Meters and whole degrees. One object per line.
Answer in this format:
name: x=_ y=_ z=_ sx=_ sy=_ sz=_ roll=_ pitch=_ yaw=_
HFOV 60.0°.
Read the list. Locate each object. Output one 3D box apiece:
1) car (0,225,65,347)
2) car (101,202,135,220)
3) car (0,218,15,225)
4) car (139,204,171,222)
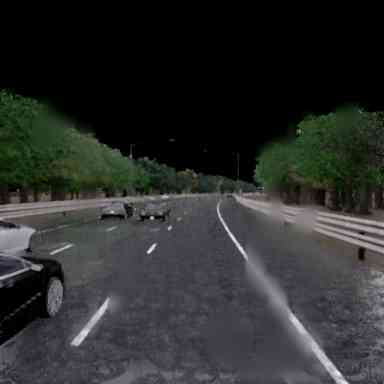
car: x=-3.353 y=1.489 z=4.470 sx=2.128 sy=1.511 sz=4.902 roll=0 pitch=0 yaw=0
car: x=-6.187 y=1.538 z=28.164 sx=1.994 sy=1.385 sz=4.181 roll=0 pitch=0 yaw=3
car: x=-6.763 y=1.516 z=10.751 sx=1.812 sy=1.442 sz=4.674 roll=0 pitch=0 yaw=1
car: x=-2.781 y=1.579 z=26.193 sx=1.895 sy=1.301 sz=4.718 roll=0 pitch=0 yaw=2
